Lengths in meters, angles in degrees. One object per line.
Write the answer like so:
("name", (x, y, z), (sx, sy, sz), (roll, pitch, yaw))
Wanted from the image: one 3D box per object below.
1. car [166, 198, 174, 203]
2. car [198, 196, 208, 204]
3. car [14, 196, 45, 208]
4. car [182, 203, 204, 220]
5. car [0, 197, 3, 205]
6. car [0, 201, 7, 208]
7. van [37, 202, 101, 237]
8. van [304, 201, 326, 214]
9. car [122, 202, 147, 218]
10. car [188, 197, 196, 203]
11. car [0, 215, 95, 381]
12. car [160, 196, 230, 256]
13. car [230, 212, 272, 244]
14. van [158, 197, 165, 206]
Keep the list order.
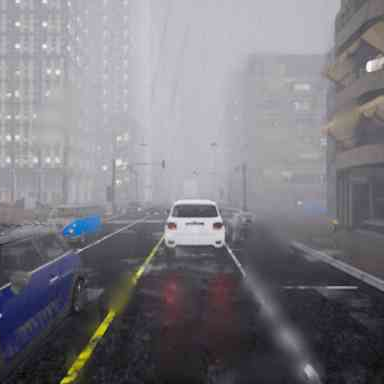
("car", (-5.705, 2.232, 87.724), (1.752, 1.417, 4.829), (0, 0, 0))
("car", (2.676, 1.977, 82.348), (2.192, 1.841, 5.009), (0, 0, 0))
("car", (-21.138, 1.410, 44.001), (4.097, 1.590, 1.967), (1, -2, 0))
("car", (0.095, 1.810, 31.635), (1.994, 1.385, 4.181), (0, 0, 0))
("car", (-32.371, 1.388, 52.351), (4.206, 1.307, 1.802), (1, -1, 0))
("car", (-26.715, 1.443, 43.984), (4.206, 1.307, 1.802), (1, -2, 0))
("van", (-5.694, 1.466, 16.274), (1.690, 1.788, 3.998), (0, 0, 0))
("van", (16.923, 2.049, 43.952), (3.998, 1.788, 1.690), (1, -2, 0))
("car", (-5.697, 1.698, 33.219), (1.967, 1.590, 4.097), (0, 0, 0))
("car", (-0.013, 2.014, 89.363), (1.882, 1.535, 5.008), (0, 0, 0))
("car", (-3.102, 1.387, 4.549), (2.097, 1.767, 4.553), (0, 0, 0))
("car", (0.100, 1.328, 13.838), (2.150, 2.045, 5.566), (0, 0, 0))
("car", (2.687, 1.676, 16.273), (2.008, 1.369, 4.403), (0, 0, 0))
("van", (-5.701, 1.862, 65.692), (1.690, 1.788, 3.998), (0, 0, 0))
